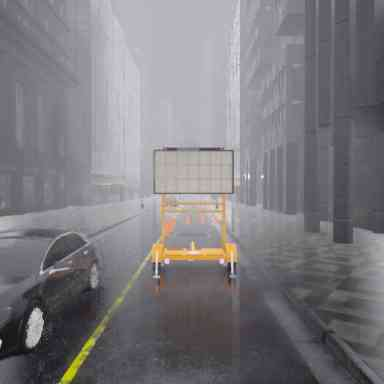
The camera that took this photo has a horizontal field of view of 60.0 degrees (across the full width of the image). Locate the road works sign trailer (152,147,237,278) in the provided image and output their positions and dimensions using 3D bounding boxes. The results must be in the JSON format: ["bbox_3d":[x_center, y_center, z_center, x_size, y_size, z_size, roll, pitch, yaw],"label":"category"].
[{"bbox_3d":[0.047,0.460,10.120,2.380,3.560,2.880,0,0,-1],"label":"road works sign trailer"}]

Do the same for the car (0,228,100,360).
[{"bbox_3d":[-3.103,1.502,6.131,1.837,1.490,4.892,0,0,0],"label":"car"}]

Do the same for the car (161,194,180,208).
[{"bbox_3d":[-3.115,1.431,47.362,1.882,1.535,5.008,0,0,0],"label":"car"}]
